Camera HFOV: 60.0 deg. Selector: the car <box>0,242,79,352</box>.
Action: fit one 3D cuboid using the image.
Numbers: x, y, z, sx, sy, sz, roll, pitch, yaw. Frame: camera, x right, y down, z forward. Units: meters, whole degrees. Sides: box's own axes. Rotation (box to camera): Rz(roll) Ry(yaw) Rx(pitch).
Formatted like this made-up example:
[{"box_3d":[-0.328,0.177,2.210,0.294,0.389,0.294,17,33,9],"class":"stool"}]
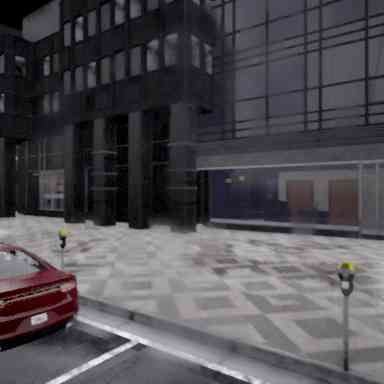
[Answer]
[{"box_3d":[-3.836,1.544,5.701,4.507,1.381,1.887,0,0,36],"class":"car"}]
